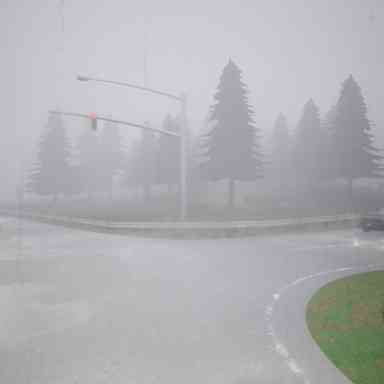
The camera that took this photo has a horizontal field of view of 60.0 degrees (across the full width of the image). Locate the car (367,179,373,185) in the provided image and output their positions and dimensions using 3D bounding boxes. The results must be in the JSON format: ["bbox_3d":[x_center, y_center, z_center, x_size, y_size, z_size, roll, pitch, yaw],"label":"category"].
[{"bbox_3d":[28.162,-2.127,51.084,2.150,2.045,5.566,0,5,25],"label":"car"}]

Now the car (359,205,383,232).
[{"bbox_3d":[10.931,1.226,17.274,5.008,1.535,1.882,-3,1,-24],"label":"car"}]

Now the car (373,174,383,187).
[{"bbox_3d":[23.275,-0.946,37.420,2.150,2.045,5.566,0,4,-1],"label":"car"}]
